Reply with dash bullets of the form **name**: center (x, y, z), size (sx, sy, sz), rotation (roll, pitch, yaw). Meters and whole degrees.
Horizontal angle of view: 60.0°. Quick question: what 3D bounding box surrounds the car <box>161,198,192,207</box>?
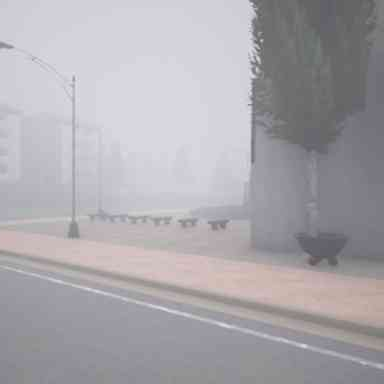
- **car**: center (-2.450, 1.583, 52.066), size (4.718, 1.301, 1.895), rotation (0, 0, -33)
